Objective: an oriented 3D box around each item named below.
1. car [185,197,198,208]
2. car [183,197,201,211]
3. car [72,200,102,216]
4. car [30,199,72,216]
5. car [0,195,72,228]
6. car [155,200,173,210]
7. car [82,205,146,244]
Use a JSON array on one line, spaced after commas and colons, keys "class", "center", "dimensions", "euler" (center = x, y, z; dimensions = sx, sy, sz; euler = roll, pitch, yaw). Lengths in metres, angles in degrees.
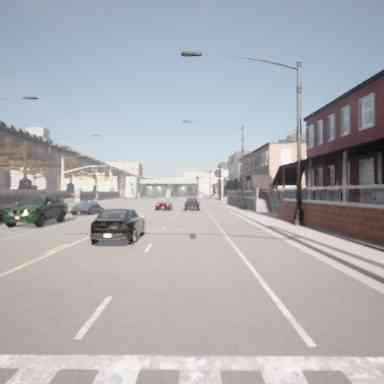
[{"class": "car", "center": [-0.004, 1.493, 50.697], "dimensions": [1.882, 1.535, 5.008], "euler": [0, 0, 0]}, {"class": "car", "center": [-0.001, 1.514, 40.381], "dimensions": [1.837, 1.490, 4.892], "euler": [0, 0, 0]}, {"class": "car", "center": [-10.503, 1.558, 33.553], "dimensions": [2.033, 1.411, 5.357], "euler": [0, 0, 0]}, {"class": "car", "center": [-14.003, 1.502, 33.426], "dimensions": [2.128, 1.511, 4.902], "euler": [0, 0, 0]}, {"class": "car", "center": [-10.533, 1.229, 22.862], "dimensions": [2.150, 2.045, 5.566], "euler": [0, 0, 0]}, {"class": "car", "center": [-3.492, 1.614, 41.957], "dimensions": [1.895, 1.301, 4.718], "euler": [0, 0, 0]}, {"class": "car", "center": [-3.402, 1.510, 15.828], "dimensions": [1.837, 1.490, 4.892], "euler": [0, 0, 0]}]
